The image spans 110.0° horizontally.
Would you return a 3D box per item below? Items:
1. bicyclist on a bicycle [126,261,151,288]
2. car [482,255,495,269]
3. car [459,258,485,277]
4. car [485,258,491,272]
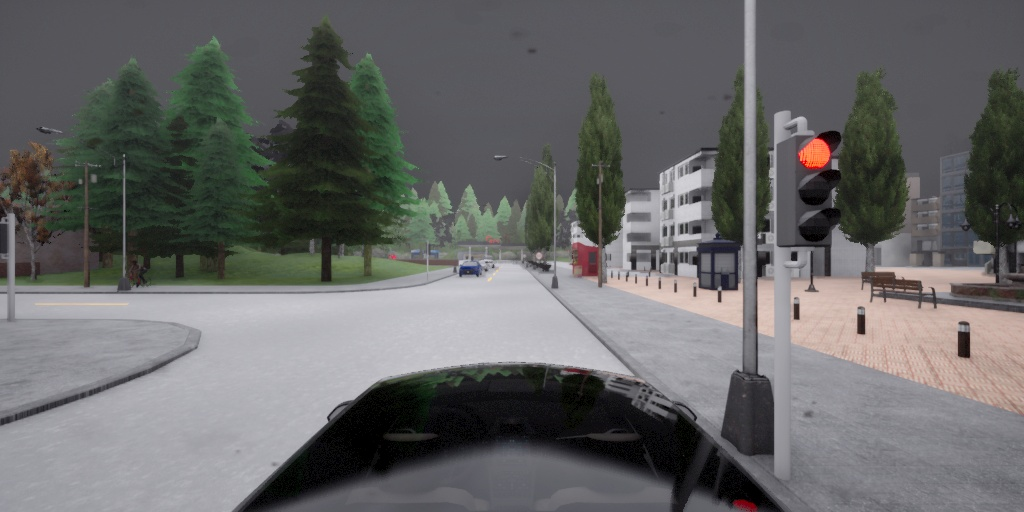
[{"bbox_3d":[-22.132,1.098,21.162,0.582,1.620,1.656,0,0,0],"label":"bicyclist on a bicycle"},{"bbox_3d":[-3.997,0.960,58.440,2.150,2.045,5.566,0,1,0],"label":"car"},{"bbox_3d":[-4.081,1.226,35.850,1.882,1.535,5.008,0,0,0],"label":"car"},{"bbox_3d":[-4.059,1.273,46.011,1.812,1.442,4.674,0,0,0],"label":"car"}]
